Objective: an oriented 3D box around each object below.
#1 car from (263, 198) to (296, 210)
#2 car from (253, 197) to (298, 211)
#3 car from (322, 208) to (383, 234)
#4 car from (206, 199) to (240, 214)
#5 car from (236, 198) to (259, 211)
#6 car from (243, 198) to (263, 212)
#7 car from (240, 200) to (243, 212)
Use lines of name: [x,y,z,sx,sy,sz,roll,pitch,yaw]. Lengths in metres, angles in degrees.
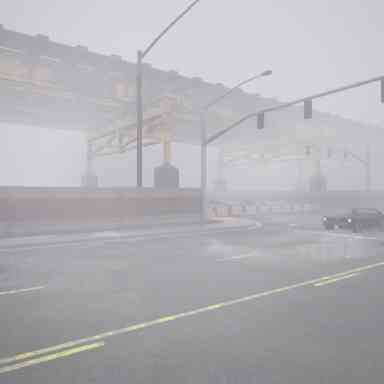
car: [9.985,1.295,40.165,4.536,1.218,1.853,0,0,-7]
car: [10.036,1.453,40.171,4.974,1.542,2.038,0,0,-7]
car: [9.702,1.601,19.505,4.718,1.301,1.895,0,0,-35]
car: [2.327,1.295,33.736,4.536,1.218,1.853,0,0,8]
car: [6.141,1.295,36.462,1.853,1.218,4.536,0,0,18]
car: [6.125,1.453,36.413,2.038,1.542,4.974,0,0,18]
car: [2.379,1.453,33.729,4.974,1.542,2.038,0,0,8]
